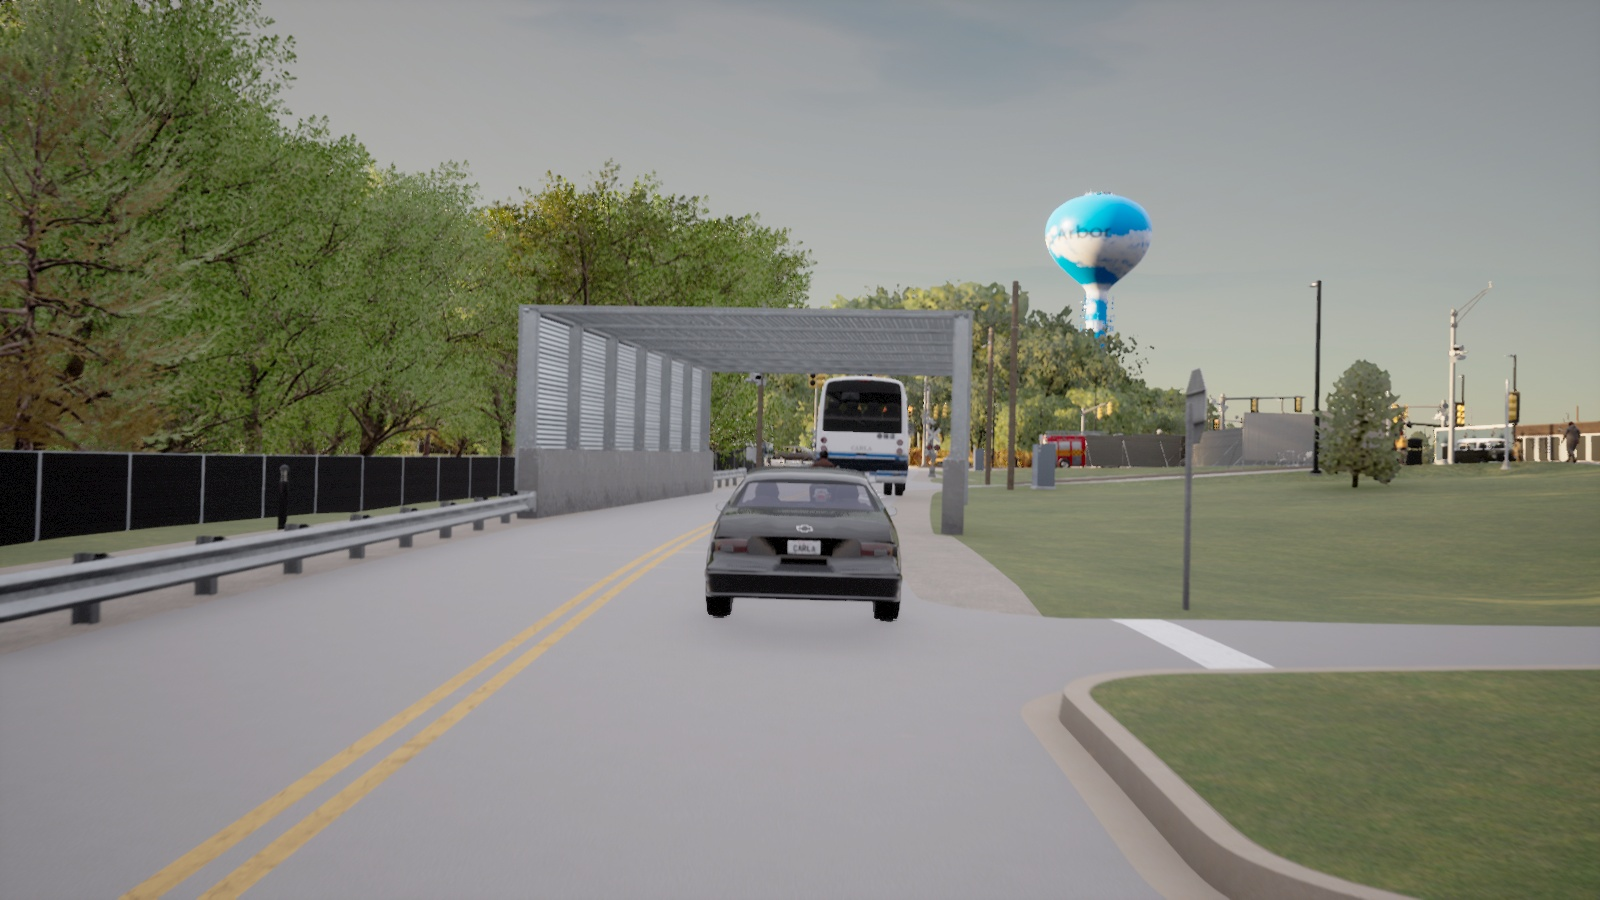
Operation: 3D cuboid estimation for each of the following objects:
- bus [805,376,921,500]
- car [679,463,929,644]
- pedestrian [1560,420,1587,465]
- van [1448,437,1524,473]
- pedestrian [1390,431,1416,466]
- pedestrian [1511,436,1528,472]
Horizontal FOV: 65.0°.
[{"bbox_3d":[2.668,-0.412,49.331,3.944,4.253,10.273,2,0,5],"label":"bus"},{"bbox_3d":[0.061,0.885,13.082,2.033,1.411,5.357,2,0,1],"label":"car"},{"bbox_3d":[34.382,-0.338,55.808,0.659,1.952,0.873,2,-2,0],"label":"pedestrian"},{"bbox_3d":[41.551,0.363,76.190,2.069,2.038,4.480,2,-1,-1],"label":"van"},{"bbox_3d":[32.603,-0.070,67.926,0.874,1.855,0.900,2,-2,-16],"label":"pedestrian"},{"bbox_3d":[39.707,0.215,69.274,0.692,1.930,0.396,2,-2,5],"label":"pedestrian"}]
